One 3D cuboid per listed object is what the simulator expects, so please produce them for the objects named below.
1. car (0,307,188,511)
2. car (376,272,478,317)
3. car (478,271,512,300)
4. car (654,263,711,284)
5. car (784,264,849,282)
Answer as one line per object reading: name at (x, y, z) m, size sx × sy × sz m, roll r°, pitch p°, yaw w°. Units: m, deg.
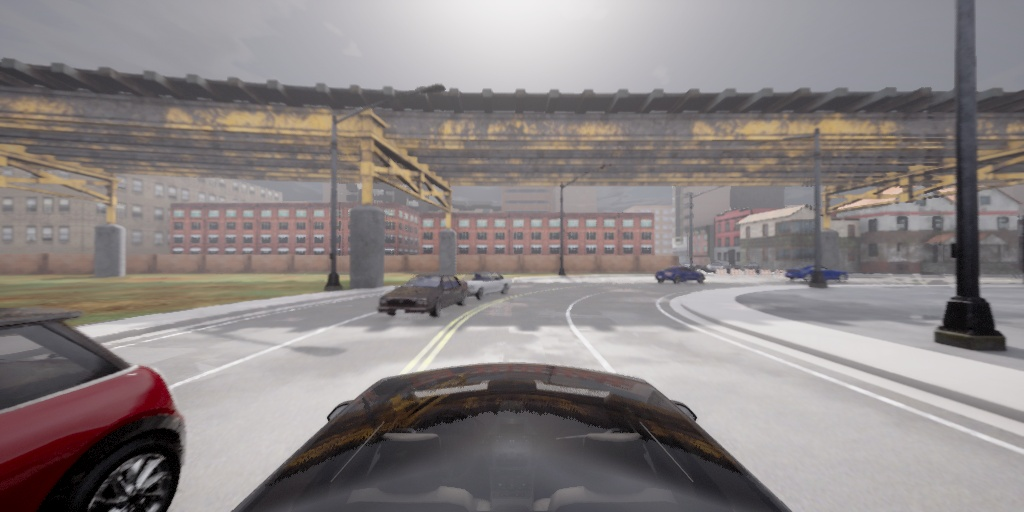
car at (-3.571, 1.090, 0.802) m, size 2.097 × 1.767 × 4.553 m, roll 0°, pitch 0°, yaw 1°
car at (-3.133, 1.404, 14.052) m, size 2.033 × 1.411 × 5.357 m, roll 0°, pitch -1°, yaw 10°
car at (-1.701, 1.505, 19.200) m, size 1.895 × 1.301 × 4.718 m, roll 0°, pitch -1°, yaw 23°
car at (13.872, 1.541, 29.676) m, size 4.674 × 1.442 × 1.812 m, roll 0°, pitch -1°, yaw -27°
car at (27.489, 1.532, 32.419) m, size 5.008 × 1.535 × 1.882 m, roll 0°, pitch -1°, yaw -2°
